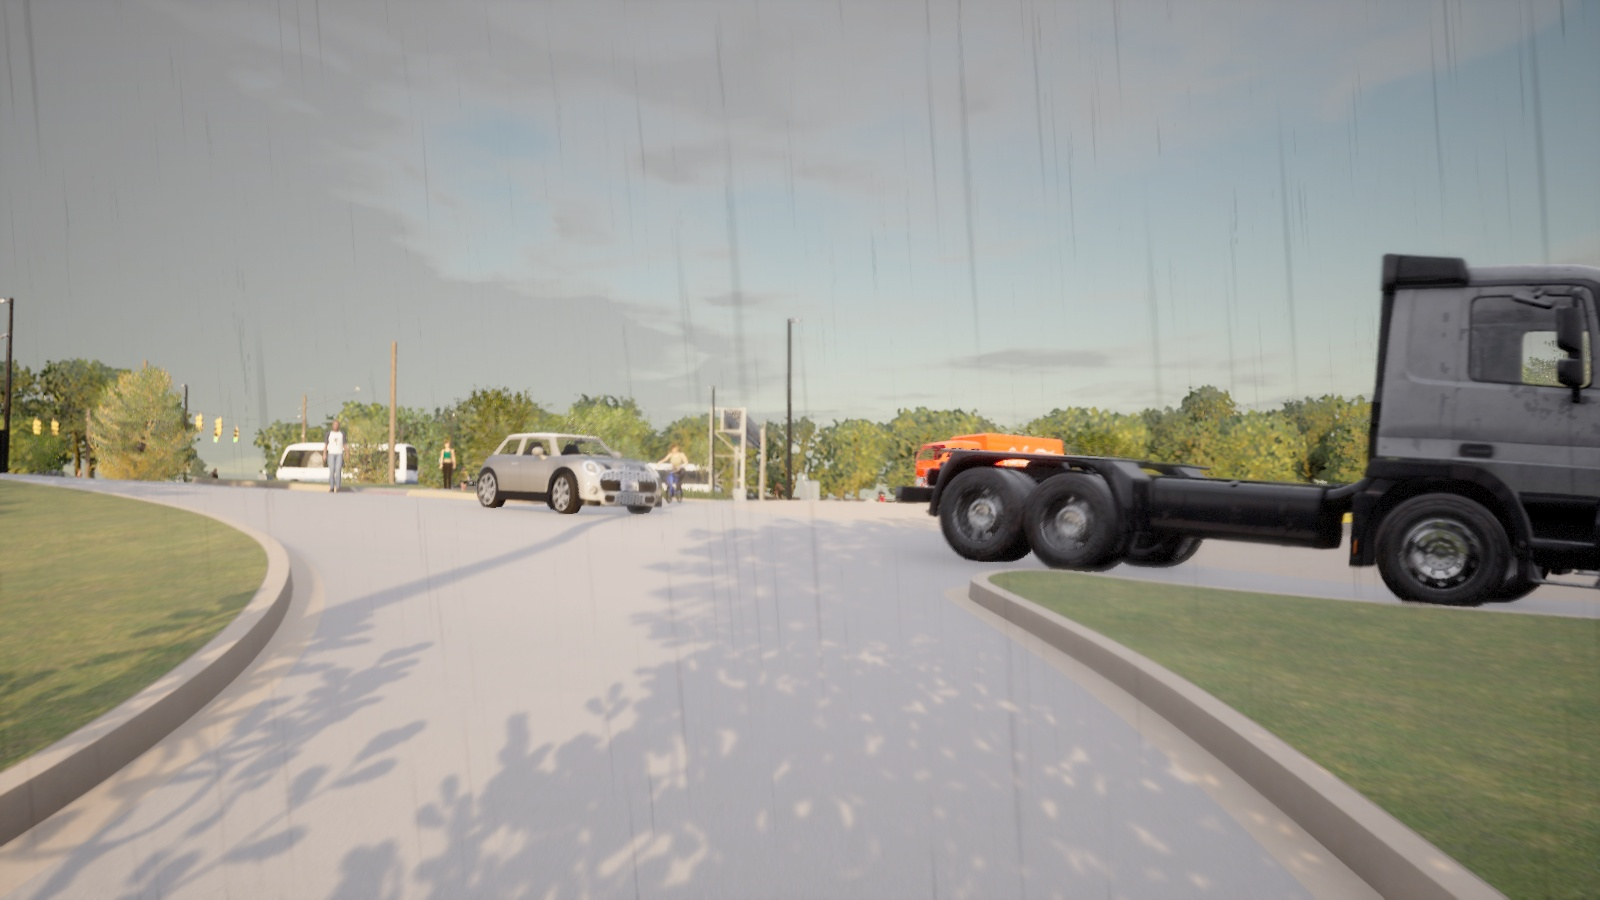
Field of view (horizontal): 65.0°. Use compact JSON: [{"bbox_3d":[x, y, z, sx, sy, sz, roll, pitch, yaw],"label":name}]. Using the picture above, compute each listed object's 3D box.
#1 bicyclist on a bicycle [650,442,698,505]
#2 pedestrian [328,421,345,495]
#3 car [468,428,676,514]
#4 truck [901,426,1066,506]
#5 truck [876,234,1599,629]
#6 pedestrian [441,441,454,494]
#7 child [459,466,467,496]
[{"bbox_3d":[-3.340,0.611,33.339,0.866,1.612,1.509,-1,0,10],"label":"bicyclist on a bicycle"},{"bbox_3d":[-11.724,0.203,31.755,0.354,1.836,0.706,1,-3,-22],"label":"pedestrian"},{"bbox_3d":[-4.347,0.406,23.645,3.806,1.475,1.970,0,-3,45],"label":"car"},{"bbox_3d":[6.423,0.643,43.794,5.204,2.467,2.627,3,-5,-31],"label":"truck"},{"bbox_3d":[5.043,-0.260,14.436,7.936,3.462,2.891,3,-1,39],"label":"truck"},{"bbox_3d":[-12.518,0.631,44.581,0.345,1.836,0.594,0,-3,-9],"label":"pedestrian"},{"bbox_3d":[-12.377,1.135,46.108,0.255,1.110,0.394,1,-3,-19],"label":"child"}]
